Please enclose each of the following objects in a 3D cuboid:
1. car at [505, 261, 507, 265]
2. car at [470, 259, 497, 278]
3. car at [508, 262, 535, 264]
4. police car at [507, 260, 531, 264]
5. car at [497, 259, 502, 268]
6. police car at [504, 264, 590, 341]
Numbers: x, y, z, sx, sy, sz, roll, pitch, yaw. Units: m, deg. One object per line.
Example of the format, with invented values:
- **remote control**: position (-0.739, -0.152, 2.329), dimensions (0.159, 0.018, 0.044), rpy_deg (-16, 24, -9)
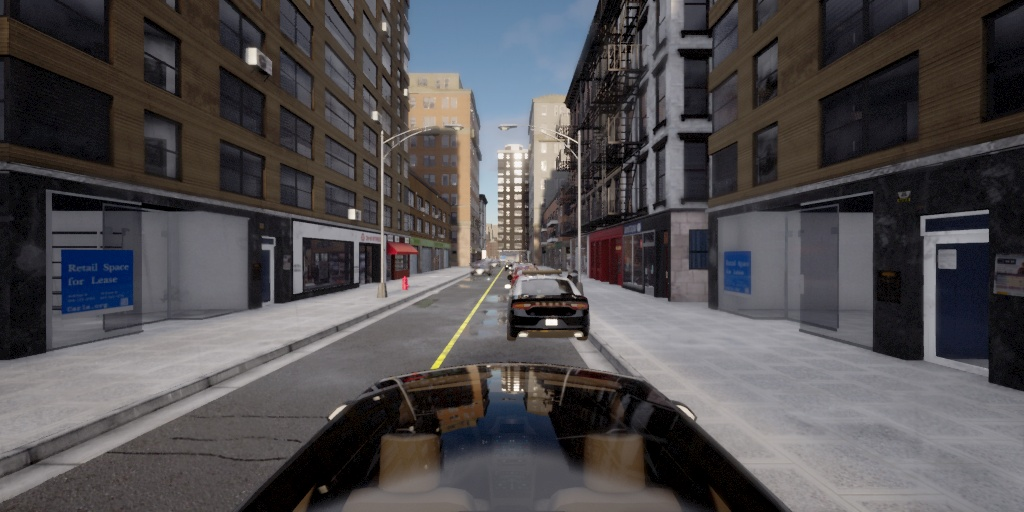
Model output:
- **car**: position (0.003, 1.341, 47.863), dimensions (1.895, 1.301, 4.718), rpy_deg (0, 0, 1)
- **car**: position (-2.878, 1.233, 34.287), dimensions (2.128, 1.511, 4.902), rpy_deg (0, 0, 0)
- **car**: position (0.810, 1.272, 19.923), dimensions (1.812, 1.442, 4.674), rpy_deg (0, 0, 0)
- **police car**: position (0.804, 1.169, 26.033), dimensions (1.930, 1.638, 5.238), rpy_deg (0, 0, 0)
- **car**: position (-2.802, 1.233, 59.771), dimensions (2.128, 1.511, 4.902), rpy_deg (0, 0, 0)
- **police car**: position (0.819, 1.174, 10.033), dimensions (1.930, 1.638, 5.238), rpy_deg (0, 0, 0)
